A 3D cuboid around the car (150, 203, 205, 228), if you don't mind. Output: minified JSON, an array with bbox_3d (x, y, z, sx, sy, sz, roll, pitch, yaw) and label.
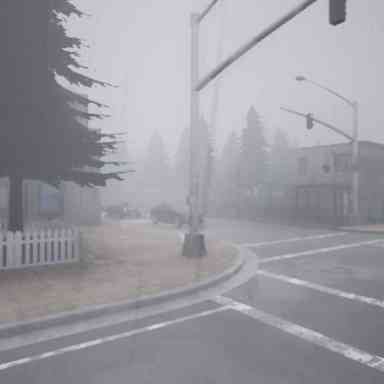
[{"bbox_3d":[-1.088,1.512,22.856,1.882,1.535,5.008,0,0,-34],"label":"car"}]

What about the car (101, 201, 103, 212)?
[{"bbox_3d":[-11.760,1.388,38.830,2.097,1.767,4.553,0,0,-34],"label":"car"}]

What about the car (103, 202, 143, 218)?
[{"bbox_3d":[-6.283,1.636,30.618,1.895,1.301,4.718,0,0,-34],"label":"car"}]
